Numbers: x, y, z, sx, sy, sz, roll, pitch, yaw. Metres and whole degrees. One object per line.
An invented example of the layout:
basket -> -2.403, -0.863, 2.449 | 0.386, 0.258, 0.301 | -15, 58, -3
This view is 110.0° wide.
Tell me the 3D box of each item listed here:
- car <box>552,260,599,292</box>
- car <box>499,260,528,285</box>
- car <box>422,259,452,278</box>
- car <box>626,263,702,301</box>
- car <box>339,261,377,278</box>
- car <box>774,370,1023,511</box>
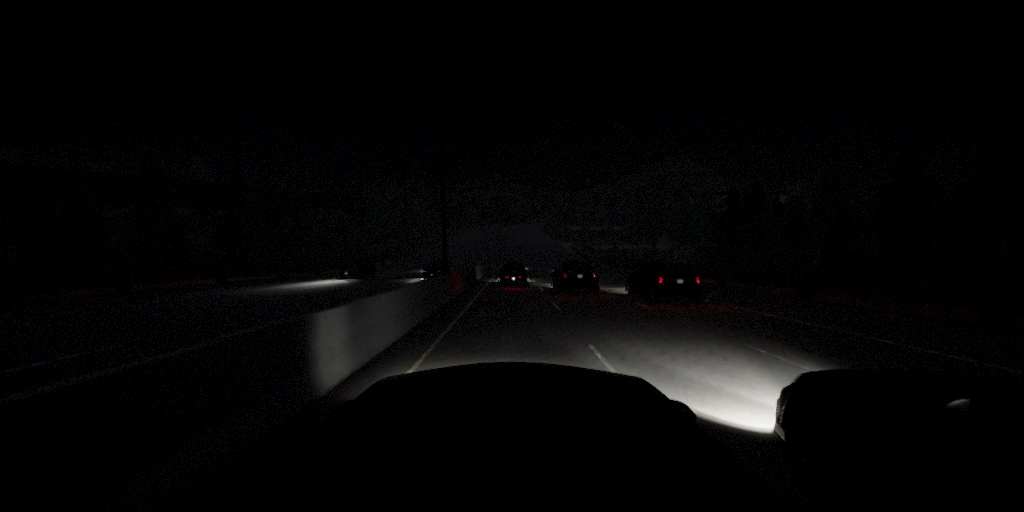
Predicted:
car -> 3.603, 1.093, 21.080 | 2.097, 1.767, 4.553 | 0, 0, 0
car -> 0.104, 1.240, 25.908 | 1.837, 1.490, 4.892 | 0, -1, 0
car -> -7.021, 1.280, 34.195 | 2.033, 1.411, 5.357 | 0, 0, 1
car -> 7.102, 1.096, 17.256 | 2.097, 1.767, 4.553 | 0, 0, 0
car -> -14.060, 1.226, 32.898 | 2.128, 1.511, 4.902 | 0, 0, 0
car -> 3.600, 1.313, 1.837 | 1.994, 1.385, 4.181 | 0, 0, 0
